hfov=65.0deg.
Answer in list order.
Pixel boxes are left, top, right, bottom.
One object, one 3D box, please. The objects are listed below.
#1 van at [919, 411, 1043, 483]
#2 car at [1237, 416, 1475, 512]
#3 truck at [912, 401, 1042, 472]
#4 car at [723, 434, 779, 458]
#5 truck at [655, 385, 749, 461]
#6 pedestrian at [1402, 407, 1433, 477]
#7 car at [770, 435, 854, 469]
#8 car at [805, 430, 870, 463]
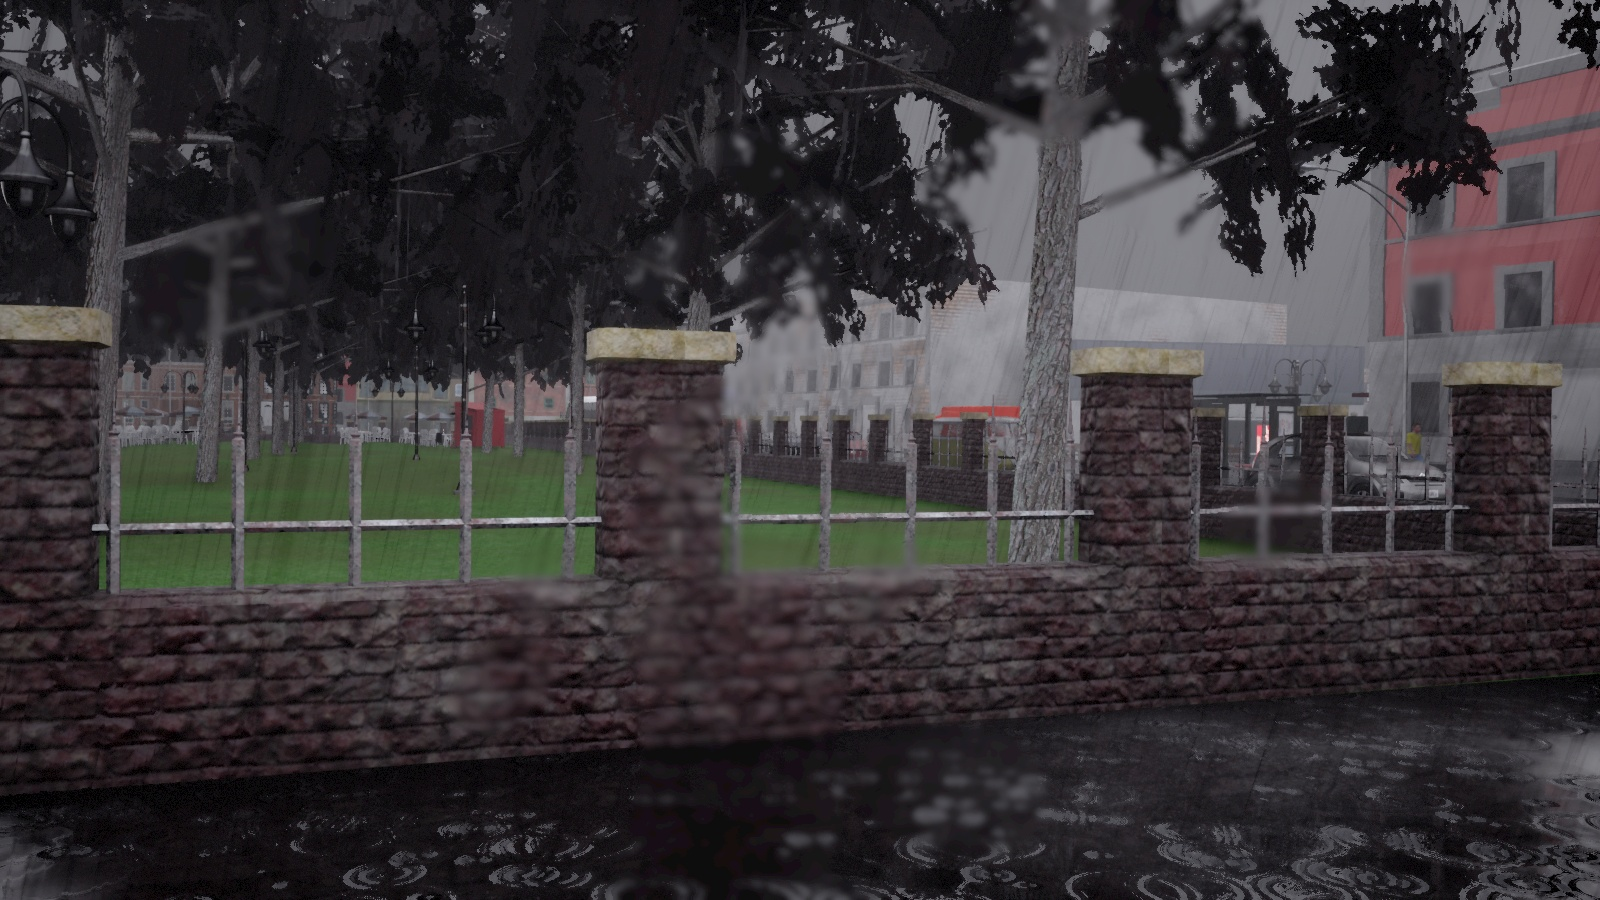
[{"bbox_3d":[5.323,-0.117,37.445,1.775,1.987,4.442,-1,1,-20],"label":"van"},{"bbox_3d":[10.278,0.202,23.553,1.851,1.617,3.988,-1,1,-19],"label":"car"},{"bbox_3d":[6.420,-0.511,46.286,2.627,2.467,5.204,-1,1,-20],"label":"truck"},{"bbox_3d":[-2.891,-0.249,72.451,1.895,1.301,4.718,-1,1,-20],"label":"car"},{"bbox_3d":[-5.417,-1.408,67.572,2.891,3.827,8.468,-1,1,-20],"label":"truck"},{"bbox_3d":[16.393,-0.212,33.338,0.354,1.836,0.706,-1,1,-19],"label":"pedestrian"},{"bbox_3d":[0.439,0.061,51.196,1.895,1.301,4.718,-1,1,-20],"label":"car"},{"bbox_3d":[1.734,-0.175,59.484,1.845,1.501,3.633,-1,1,-20],"label":"car"}]
